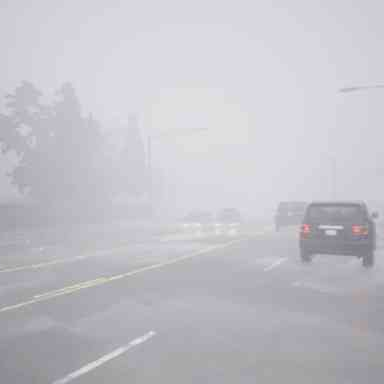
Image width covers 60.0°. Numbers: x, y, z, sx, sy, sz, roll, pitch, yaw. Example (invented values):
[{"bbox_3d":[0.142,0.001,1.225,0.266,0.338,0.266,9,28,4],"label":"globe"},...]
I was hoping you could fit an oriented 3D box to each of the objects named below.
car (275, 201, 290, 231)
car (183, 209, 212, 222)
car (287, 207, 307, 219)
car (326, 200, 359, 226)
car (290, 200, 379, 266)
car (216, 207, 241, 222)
[{"bbox_3d":[7.419,1.665,24.149,2.150,2.045,5.566,-1,-2,23],"label":"car"},{"bbox_3d":[0.657,2.553,36.313,1.895,1.301,4.718,-1,-2,19],"label":"car"},{"bbox_3d":[12.985,2.535,41.297,1.994,1.385,4.181,-1,-2,14],"label":"car"},{"bbox_3d":[13.240,1.782,29.535,2.150,2.045,5.566,-1,-2,19],"label":"car"},{"bbox_3d":[5.432,1.323,12.157,2.150,2.045,5.566,-1,-2,30],"label":"car"},{"bbox_3d":[3.940,2.347,35.124,1.882,1.535,5.008,-1,-2,19],"label":"car"}]
